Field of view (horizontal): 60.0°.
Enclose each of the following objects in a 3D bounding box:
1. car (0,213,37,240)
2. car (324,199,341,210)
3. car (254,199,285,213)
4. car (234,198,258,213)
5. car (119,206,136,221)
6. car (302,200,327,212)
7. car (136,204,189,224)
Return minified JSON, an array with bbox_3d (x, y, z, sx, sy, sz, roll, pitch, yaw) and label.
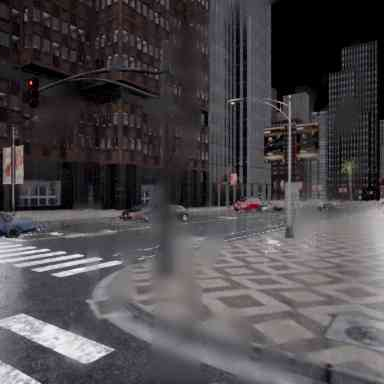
[{"bbox_3d":[-10.486,1.679,16.196,2.033,1.411,5.357,0,-1,35],"label":"car"},{"bbox_3d":[26.025,2.508,62.314,1.837,1.490,4.892,0,-1,35],"label":"car"},{"bbox_3d":[11.172,2.172,47.011,2.128,1.511,4.902,0,-1,35],"label":"car"},{"bbox_3d":[8.141,1.890,48.355,2.150,2.045,5.566,0,-1,36],"label":"car"},{"bbox_3d":[-4.580,1.907,30.291,1.994,1.385,4.181,0,-1,35],"label":"car"},{"bbox_3d":[19.305,2.372,52.742,2.033,1.411,5.357,0,-1,35],"label":"car"},{"bbox_3d":[-2.141,1.843,28.110,1.837,1.490,4.892,0,0,35],"label":"car"}]
